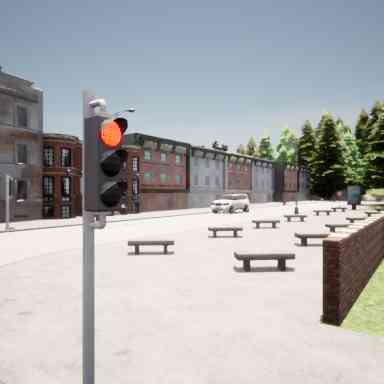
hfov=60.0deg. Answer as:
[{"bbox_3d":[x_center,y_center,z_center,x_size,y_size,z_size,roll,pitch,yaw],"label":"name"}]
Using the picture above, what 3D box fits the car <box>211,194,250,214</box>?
[{"bbox_3d":[4.164,1.222,35.371,2.150,2.045,5.566,0,0,35],"label":"car"}]
